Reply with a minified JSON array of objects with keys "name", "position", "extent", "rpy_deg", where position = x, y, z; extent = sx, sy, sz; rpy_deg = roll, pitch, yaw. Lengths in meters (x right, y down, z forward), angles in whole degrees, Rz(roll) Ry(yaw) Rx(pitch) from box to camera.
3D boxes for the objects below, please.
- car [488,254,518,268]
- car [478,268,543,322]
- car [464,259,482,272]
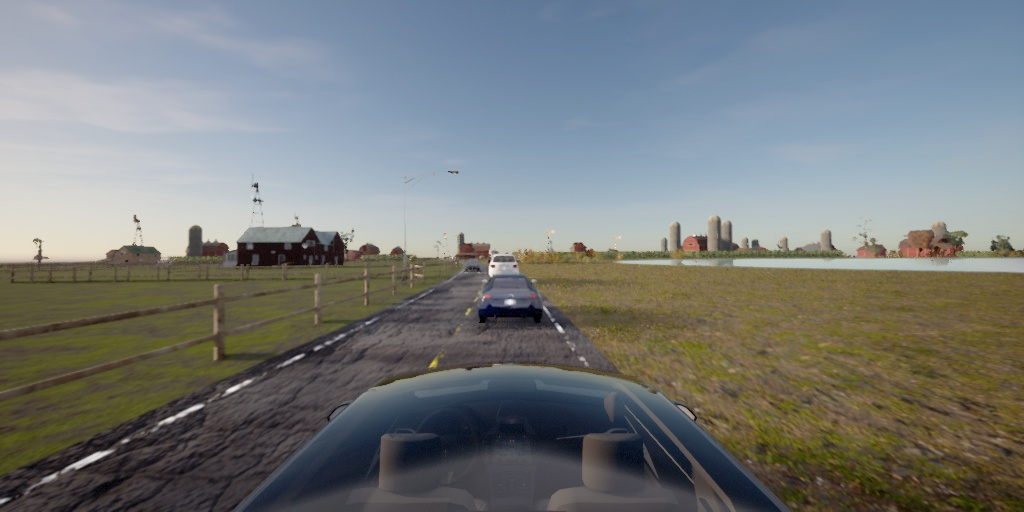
[{"name":"car","position":[-0.698,0.886,28.180],"extent":[2.150,2.045,5.566],"rpy_deg":[0,0,-3]},{"name":"car","position":[-0.087,1.275,12.200],"extent":[1.994,1.385,4.181],"rpy_deg":[0,0,-1]},{"name":"car","position":[-4.699,1.134,43.167],"extent":[1.837,1.490,4.892],"rpy_deg":[0,0,-5]}]
